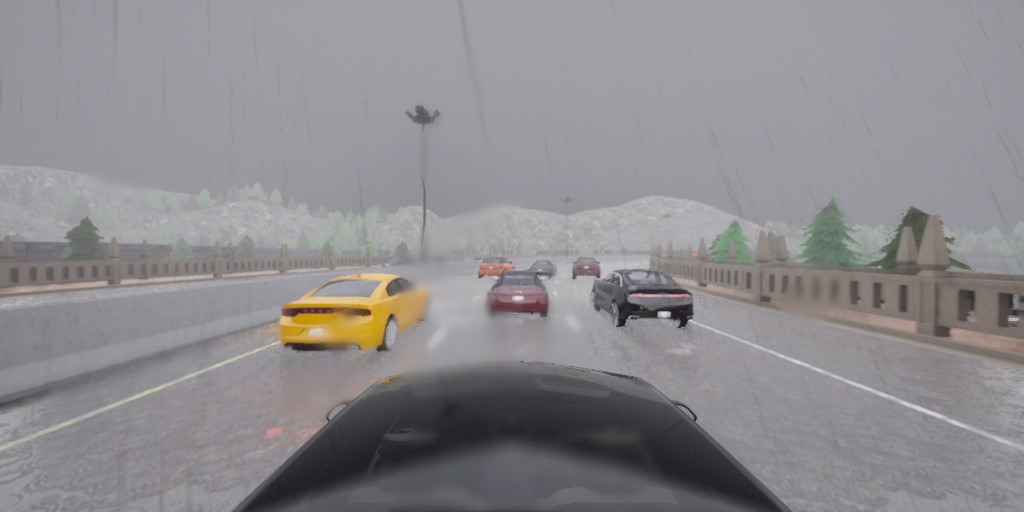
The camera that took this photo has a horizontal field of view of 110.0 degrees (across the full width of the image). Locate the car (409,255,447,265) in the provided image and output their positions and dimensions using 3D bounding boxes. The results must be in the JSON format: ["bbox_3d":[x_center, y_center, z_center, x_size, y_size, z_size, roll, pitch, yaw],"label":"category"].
[{"bbox_3d":[-9.132,0.731,40.399,2.097,1.767,4.553,0,1,18],"label":"car"}]

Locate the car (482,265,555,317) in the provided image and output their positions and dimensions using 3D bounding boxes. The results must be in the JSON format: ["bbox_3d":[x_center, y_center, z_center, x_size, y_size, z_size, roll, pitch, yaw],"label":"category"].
[{"bbox_3d":[0.275,1.209,12.694,1.994,1.385,4.181,0,1,2],"label":"car"}]

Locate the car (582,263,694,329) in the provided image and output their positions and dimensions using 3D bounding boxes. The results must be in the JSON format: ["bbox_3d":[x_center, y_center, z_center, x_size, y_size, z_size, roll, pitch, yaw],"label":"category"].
[{"bbox_3d":[3.704,1.153,10.952,2.128,1.511,4.902,0,1,2],"label":"car"}]

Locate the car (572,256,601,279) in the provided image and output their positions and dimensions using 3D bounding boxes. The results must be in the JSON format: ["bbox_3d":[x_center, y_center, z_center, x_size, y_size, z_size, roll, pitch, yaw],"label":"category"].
[{"bbox_3d":[5.994,0.842,28.750,2.097,1.767,4.553,0,1,13],"label":"car"}]

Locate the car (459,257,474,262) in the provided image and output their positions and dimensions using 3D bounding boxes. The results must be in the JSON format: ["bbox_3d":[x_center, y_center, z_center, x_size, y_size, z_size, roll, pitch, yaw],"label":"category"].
[{"bbox_3d":[-4.833,0.837,42.335,1.882,1.535,5.008,0,0,20],"label":"car"}]

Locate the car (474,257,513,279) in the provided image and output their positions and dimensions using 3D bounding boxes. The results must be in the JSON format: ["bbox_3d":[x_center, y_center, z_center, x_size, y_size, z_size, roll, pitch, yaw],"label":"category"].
[{"bbox_3d":[-1.143,0.841,28.876,2.097,1.767,4.553,0,1,12],"label":"car"}]

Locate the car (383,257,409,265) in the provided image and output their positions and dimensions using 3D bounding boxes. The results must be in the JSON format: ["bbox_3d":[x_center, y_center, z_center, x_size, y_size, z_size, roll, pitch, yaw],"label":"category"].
[{"bbox_3d":[-12.693,0.867,40.762,2.128,1.511,4.902,0,1,18],"label":"car"}]

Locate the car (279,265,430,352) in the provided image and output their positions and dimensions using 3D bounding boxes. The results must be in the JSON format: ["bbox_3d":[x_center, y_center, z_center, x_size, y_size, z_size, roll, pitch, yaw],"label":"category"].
[{"bbox_3d":[-3.360,1.160,8.716,1.882,1.535,5.008,0,1,1],"label":"car"}]

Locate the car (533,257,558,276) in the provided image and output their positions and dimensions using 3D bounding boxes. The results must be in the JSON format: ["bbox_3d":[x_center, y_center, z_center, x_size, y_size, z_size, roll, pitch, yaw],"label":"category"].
[{"bbox_3d":[2.651,1.044,29.814,1.994,1.385,4.181,0,1,13],"label":"car"}]
